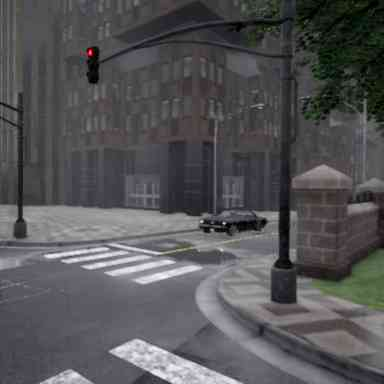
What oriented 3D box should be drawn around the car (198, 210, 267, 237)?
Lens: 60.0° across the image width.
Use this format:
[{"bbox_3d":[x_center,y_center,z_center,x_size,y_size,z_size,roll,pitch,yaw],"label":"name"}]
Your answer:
[{"bbox_3d":[2.423,1.708,19.143,1.895,1.301,4.718,1,0,39],"label":"car"}]
